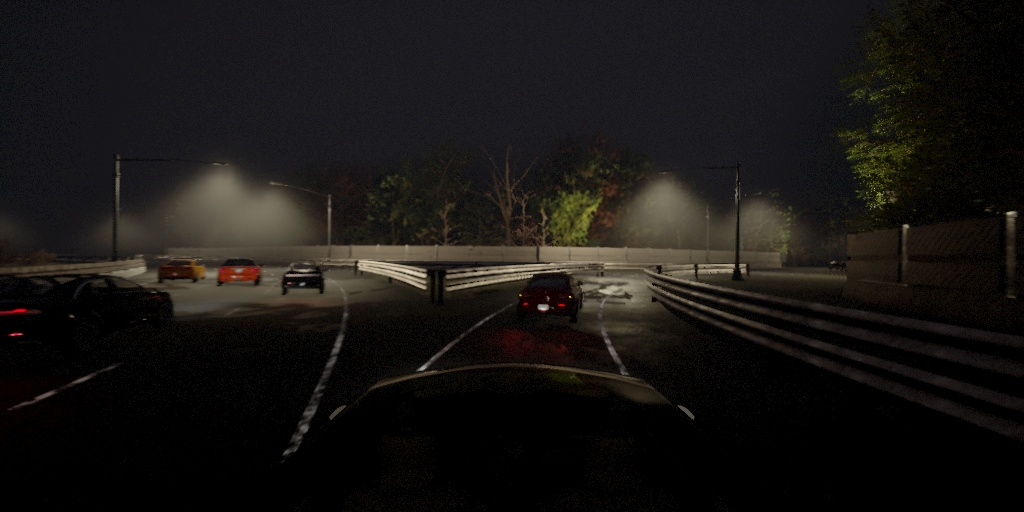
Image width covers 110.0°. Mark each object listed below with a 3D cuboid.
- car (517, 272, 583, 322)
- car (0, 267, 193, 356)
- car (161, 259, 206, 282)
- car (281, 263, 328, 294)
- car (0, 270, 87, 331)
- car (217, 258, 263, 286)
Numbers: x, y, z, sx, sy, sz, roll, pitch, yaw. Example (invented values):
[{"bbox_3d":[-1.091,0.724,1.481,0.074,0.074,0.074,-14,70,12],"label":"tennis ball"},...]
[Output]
[{"bbox_3d":[1.410,1.277,12.318,1.812,1.442,4.674,0,0,13],"label":"car"},{"bbox_3d":[-9.553,1.137,7.881,2.128,1.511,4.902,1,0,-22],"label":"car"},{"bbox_3d":[-22.510,0.974,24.613,1.882,1.535,5.008,1,0,-33],"label":"car"},{"bbox_3d":[-10.933,1.110,19.017,2.128,1.511,4.902,1,0,-27],"label":"car"},{"bbox_3d":[-14.055,1.163,9.493,1.994,1.385,4.181,1,0,-24],"label":"car"},{"bbox_3d":[-17.545,0.900,23.333,2.097,1.767,4.553,1,0,-32],"label":"car"}]
